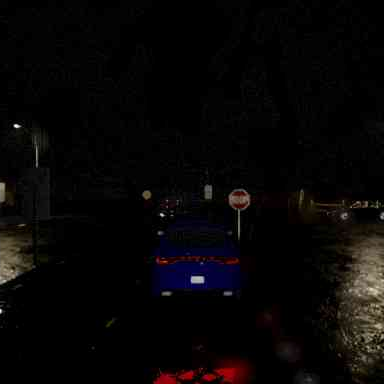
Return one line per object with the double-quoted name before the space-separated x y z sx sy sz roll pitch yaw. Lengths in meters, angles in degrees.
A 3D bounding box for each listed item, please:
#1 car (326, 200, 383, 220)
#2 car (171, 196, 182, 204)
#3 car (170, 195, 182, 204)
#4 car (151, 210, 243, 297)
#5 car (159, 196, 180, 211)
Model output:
"car" 13.141 1.410 26.117 4.892 1.490 1.837 0 1 3
"car" -2.825 1.516 62.571 1.895 1.301 4.718 0 0 1
"car" -2.850 1.292 50.036 2.097 1.767 4.553 0 0 0
"car" 0.086 1.471 8.627 1.882 1.535 5.008 0 0 0
"car" -2.855 1.519 40.101 1.994 1.385 4.181 0 0 0
